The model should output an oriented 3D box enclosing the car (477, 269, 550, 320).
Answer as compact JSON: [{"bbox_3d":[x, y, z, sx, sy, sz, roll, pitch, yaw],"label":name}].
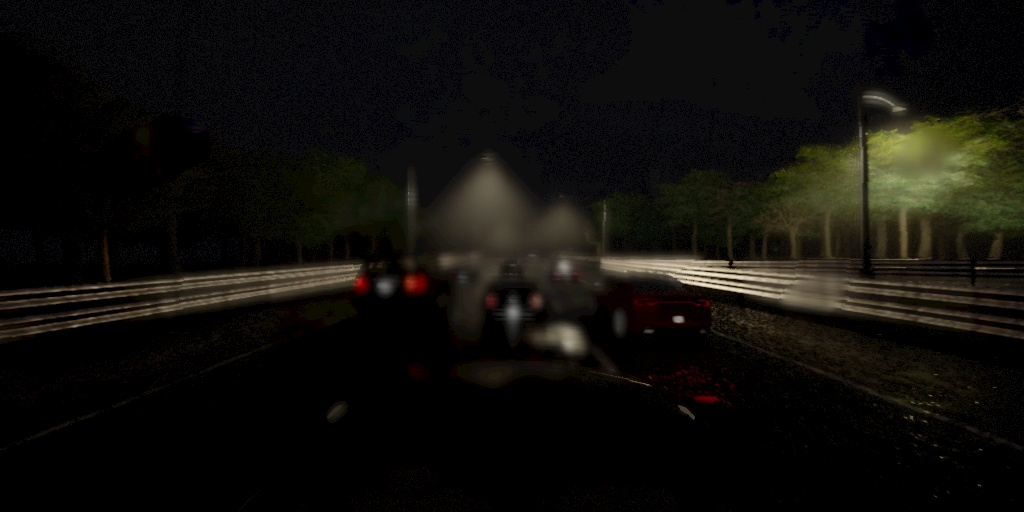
[{"bbox_3d":[0.063,1.299,12.414,1.895,1.301,4.718,0,0,0],"label":"car"}]

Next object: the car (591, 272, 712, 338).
[{"bbox_3d":[3.542,1.188,10.060,1.882,1.535,5.008,0,0,0],"label":"car"}]

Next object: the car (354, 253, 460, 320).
[{"bbox_3d":[-3.442,0.919,12.529,2.150,2.045,5.566,0,0,1],"label":"car"}]

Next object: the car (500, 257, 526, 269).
[{"bbox_3d":[0.074,1.099,28.939,1.837,1.490,4.892,0,1,0],"label":"car"}]

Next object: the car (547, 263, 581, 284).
[{"bbox_3d":[3.542,1.172,25.048,2.033,1.411,5.357,0,0,0],"label":"car"}]

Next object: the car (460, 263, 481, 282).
[{"bbox_3d":[-3.438,1.207,27.391,1.895,1.301,4.718,0,1,0],"label":"car"}]
